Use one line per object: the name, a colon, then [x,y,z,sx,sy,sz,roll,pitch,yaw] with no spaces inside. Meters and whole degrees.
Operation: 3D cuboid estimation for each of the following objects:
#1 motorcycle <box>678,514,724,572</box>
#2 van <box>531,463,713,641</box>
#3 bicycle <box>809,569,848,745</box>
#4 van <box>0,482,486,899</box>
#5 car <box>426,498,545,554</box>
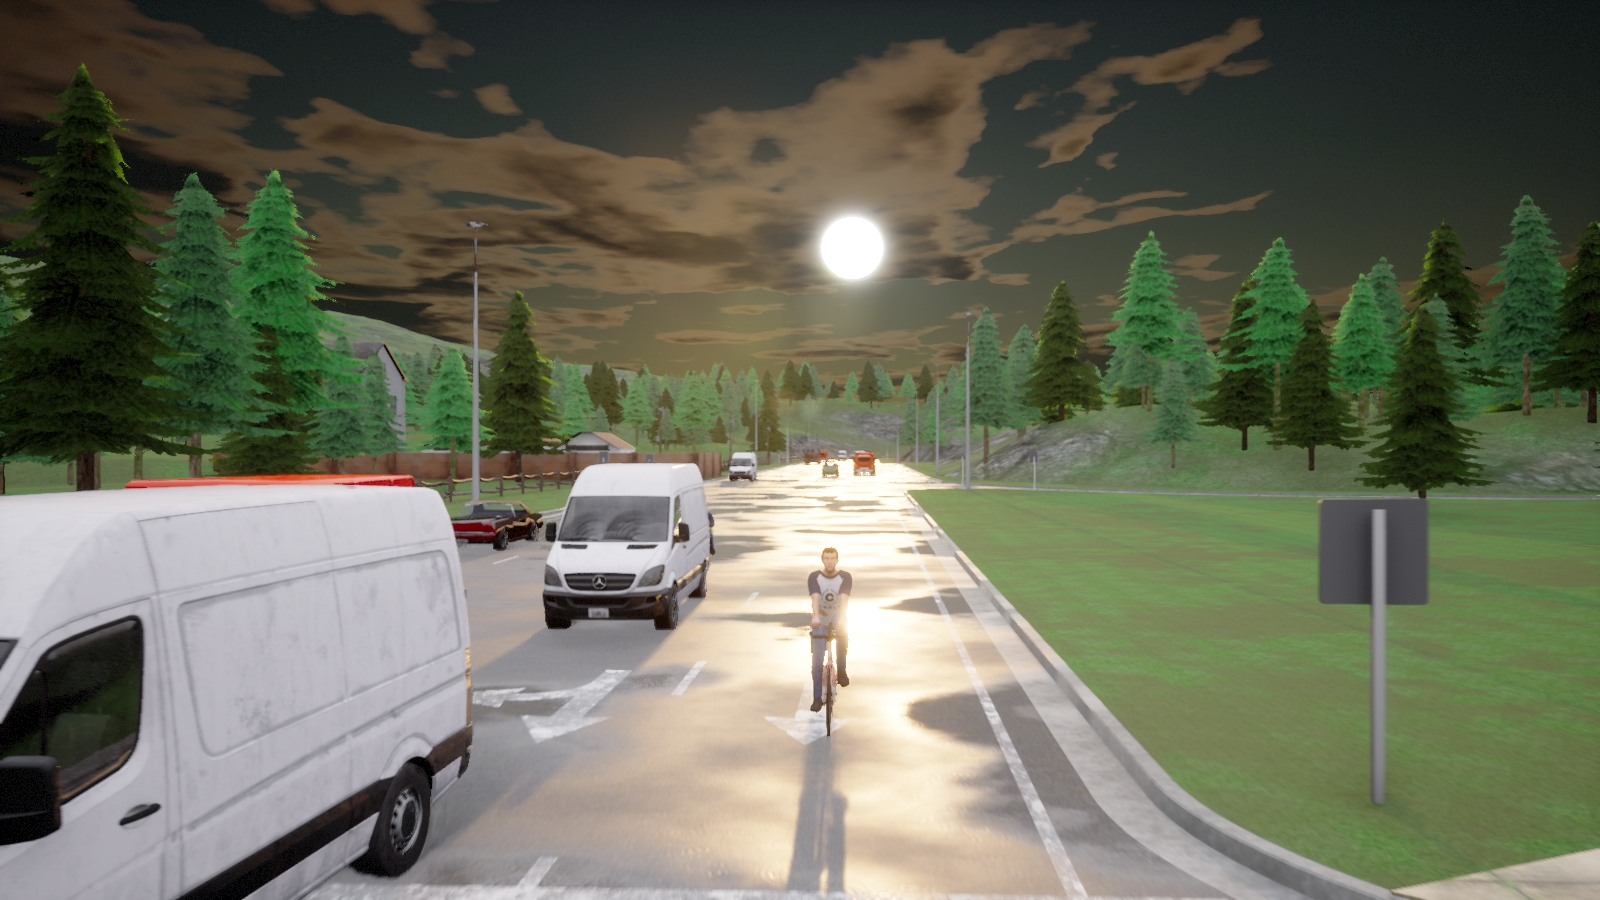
motorcycle: [-2.326,2.179,27.050,0.803,1.199,2.033,0,0,4]
van: [-2.851,1.530,19.760,1.988,2.561,5.915,0,0,2]
bicycle: [0.304,2.053,11.685,0.373,1.496,1.643,0,0,2]
van: [-3.795,1.533,5.995,1.988,2.561,5.915,0,0,7]
car: [-8.985,2.147,33.077,1.895,1.301,4.718,0,0,3]
